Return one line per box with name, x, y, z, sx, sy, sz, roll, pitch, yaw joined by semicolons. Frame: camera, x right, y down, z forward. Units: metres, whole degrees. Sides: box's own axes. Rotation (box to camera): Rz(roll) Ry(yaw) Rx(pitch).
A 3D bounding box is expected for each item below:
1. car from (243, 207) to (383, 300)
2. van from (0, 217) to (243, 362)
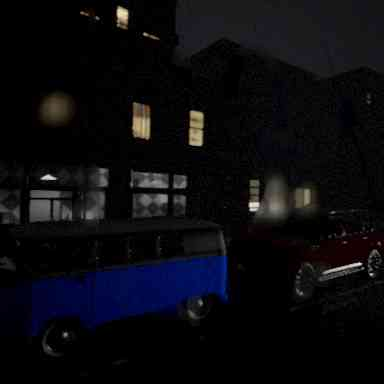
car;3.163;1.372;8.787;5.009;1.841;2.192;1;1;-35
van;-1.242;1.358;5.650;3.998;1.788;1.690;1;1;-35
